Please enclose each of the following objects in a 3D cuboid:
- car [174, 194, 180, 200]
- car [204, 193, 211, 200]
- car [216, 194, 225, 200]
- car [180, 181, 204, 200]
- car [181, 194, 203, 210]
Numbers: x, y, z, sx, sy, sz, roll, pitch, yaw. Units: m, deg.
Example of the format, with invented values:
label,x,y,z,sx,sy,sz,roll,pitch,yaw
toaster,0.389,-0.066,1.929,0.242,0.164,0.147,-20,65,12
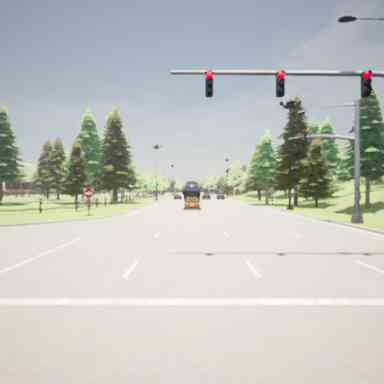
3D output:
label,x,y,z,sx,sy,sz,roll,pitch,yaw
car,-3.487,1.191,81.758,1.994,1.385,4.181,0,0,0
car,3.513,0.994,81.759,2.097,1.767,4.553,0,0,0
car,7.013,1.163,81.790,2.128,1.511,4.902,0,0,0
car,0.057,-0.132,40.499,2.097,1.767,4.553,5,-13,3
car,0.007,1.299,40.345,1.882,1.535,5.008,0,0,0
